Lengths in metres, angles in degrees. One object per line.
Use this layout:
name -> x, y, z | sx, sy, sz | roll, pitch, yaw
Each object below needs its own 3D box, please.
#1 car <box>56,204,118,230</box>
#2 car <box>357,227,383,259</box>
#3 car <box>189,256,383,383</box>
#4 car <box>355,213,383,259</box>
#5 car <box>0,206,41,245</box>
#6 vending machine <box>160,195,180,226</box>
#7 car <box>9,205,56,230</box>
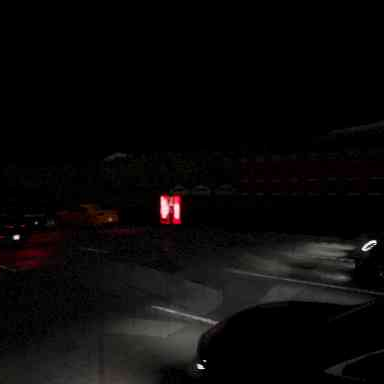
car -> -7.032, 1.526, 21.848 | 5.008, 1.535, 1.882 | 0, 0, 35
car -> 6.463, 1.346, 7.954 | 4.553, 1.767, 2.097 | 0, 0, 36
car -> 2.224, 1.503, 2.368 | 4.892, 1.490, 1.837 | 0, 0, 36
car -> 8.142, 1.521, 11.064 | 4.674, 1.442, 1.812 | 0, 0, 36
car -> -8.957, 1.548, 14.630 | 4.892, 1.490, 1.837 | 0, 0, 35
vending machine -> -1.477, 1.232, 22.773 | 0.880, 2.100, 1.100 | 0, 0, 35
car -> -10.790, 1.547, 20.222 | 4.902, 1.511, 2.128 | 0, 0, 35
